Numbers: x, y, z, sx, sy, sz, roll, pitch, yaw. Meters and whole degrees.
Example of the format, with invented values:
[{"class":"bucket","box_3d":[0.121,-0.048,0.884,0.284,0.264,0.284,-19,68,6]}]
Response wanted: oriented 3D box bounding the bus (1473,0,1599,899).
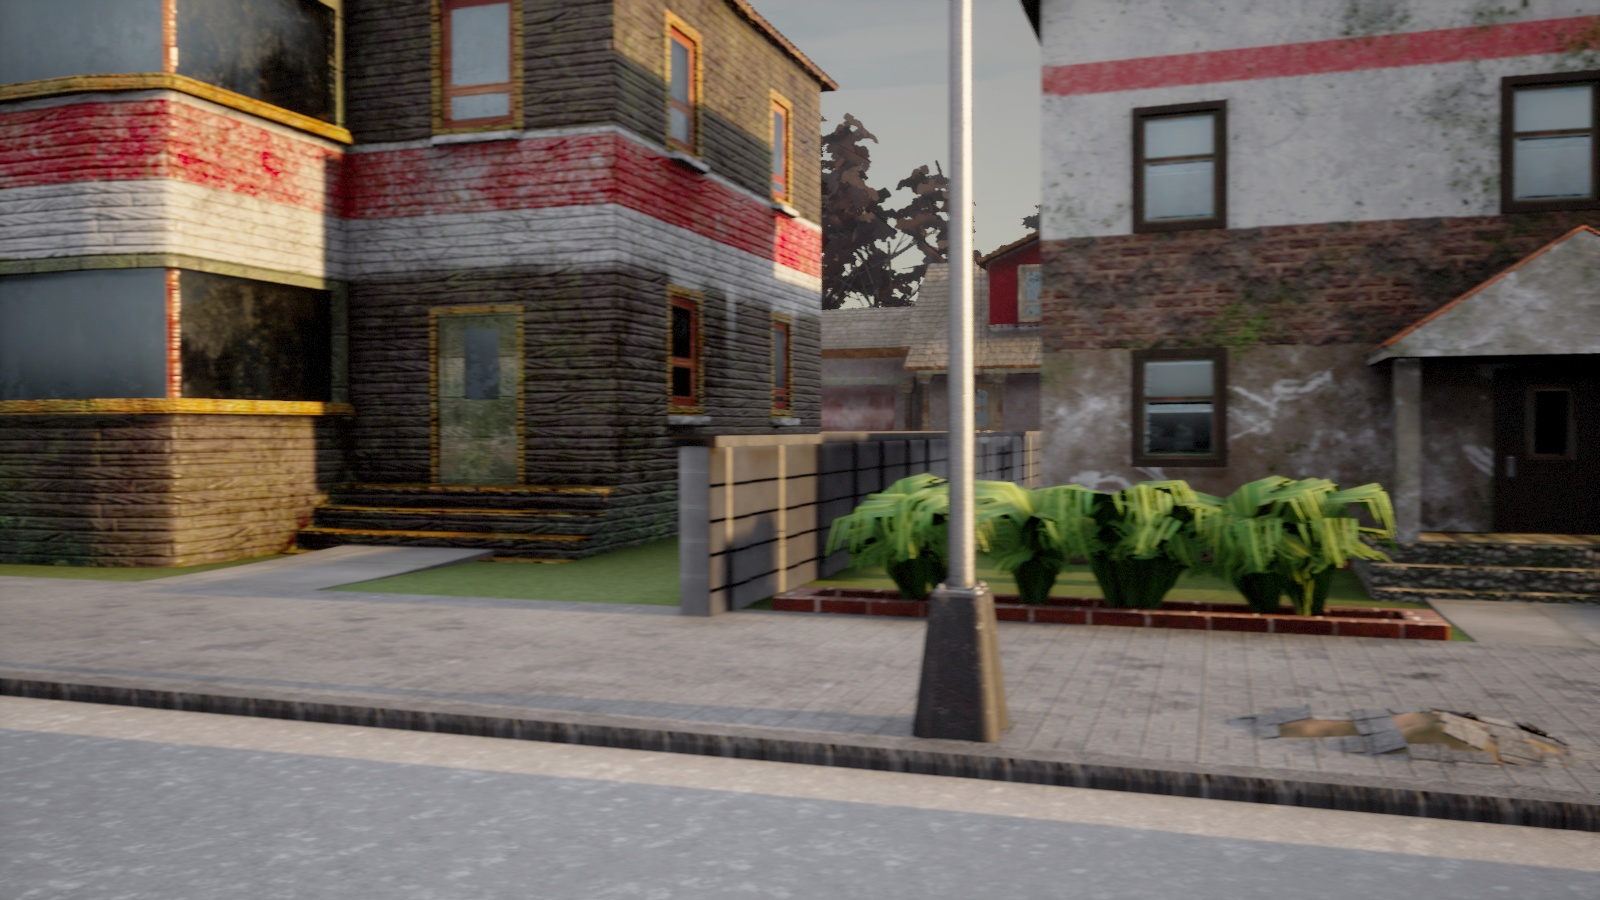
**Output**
[{"class":"bus","box_3d":[6.885,-0.546,1.384,10.273,4.253,3.944,1,1,19]}]
